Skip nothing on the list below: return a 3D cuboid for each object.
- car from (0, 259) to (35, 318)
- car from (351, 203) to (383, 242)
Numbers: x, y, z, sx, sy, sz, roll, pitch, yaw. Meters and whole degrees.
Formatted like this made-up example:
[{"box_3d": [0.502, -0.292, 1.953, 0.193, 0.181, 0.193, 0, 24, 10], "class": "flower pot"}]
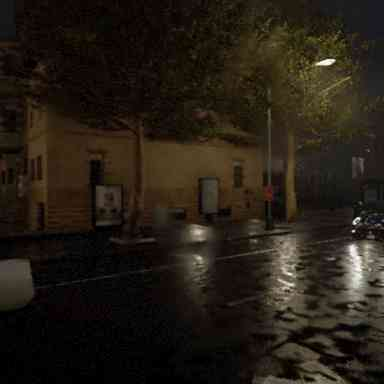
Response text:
[{"box_3d": [-5.051, 1.611, 5.123, 4.718, 1.301, 1.895, 0, 0, -27], "class": "car"}, {"box_3d": [9.068, 1.227, 14.749, 4.553, 1.767, 2.097, 0, 0, -35], "class": "car"}]
